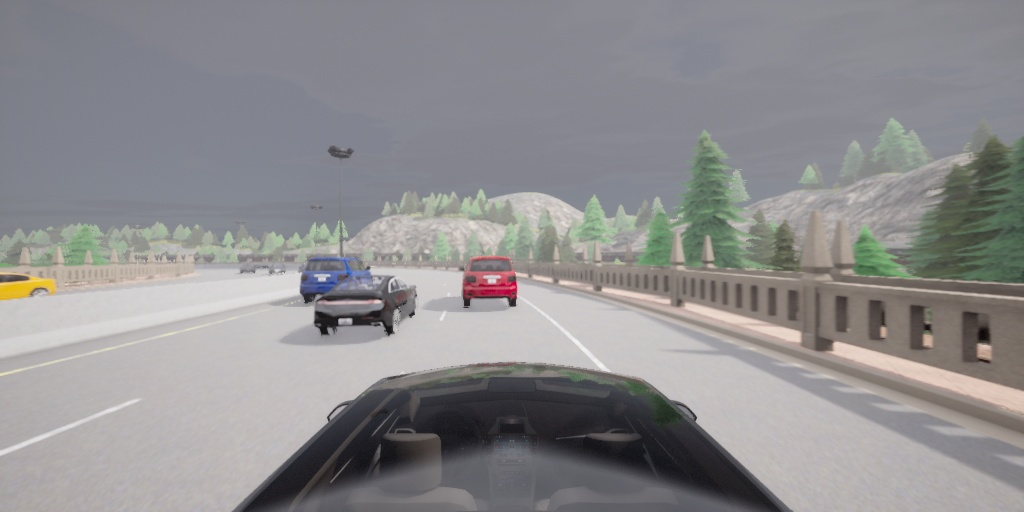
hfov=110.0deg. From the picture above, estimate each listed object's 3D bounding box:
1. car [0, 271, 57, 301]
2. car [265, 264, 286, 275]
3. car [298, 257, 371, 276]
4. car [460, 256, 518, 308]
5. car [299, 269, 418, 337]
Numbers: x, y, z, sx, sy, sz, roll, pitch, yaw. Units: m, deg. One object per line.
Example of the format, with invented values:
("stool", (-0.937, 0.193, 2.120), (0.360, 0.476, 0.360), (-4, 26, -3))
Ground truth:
("car", (-22.386, 1.417, 14.934), (1.882, 1.535, 5.008), (0, 0, -10))
("car", (-31.071, 1.758, 47.621), (2.128, 1.511, 4.902), (0, -1, -32))
("car", (-8.462, 1.096, 17.787), (2.150, 2.045, 5.566), (0, 0, -10))
("car", (-1.118, 1.045, 15.983), (2.150, 2.045, 5.566), (0, 0, -8))
("car", (-4.022, 1.303, 10.613), (2.128, 1.511, 4.902), (0, 0, -5))
